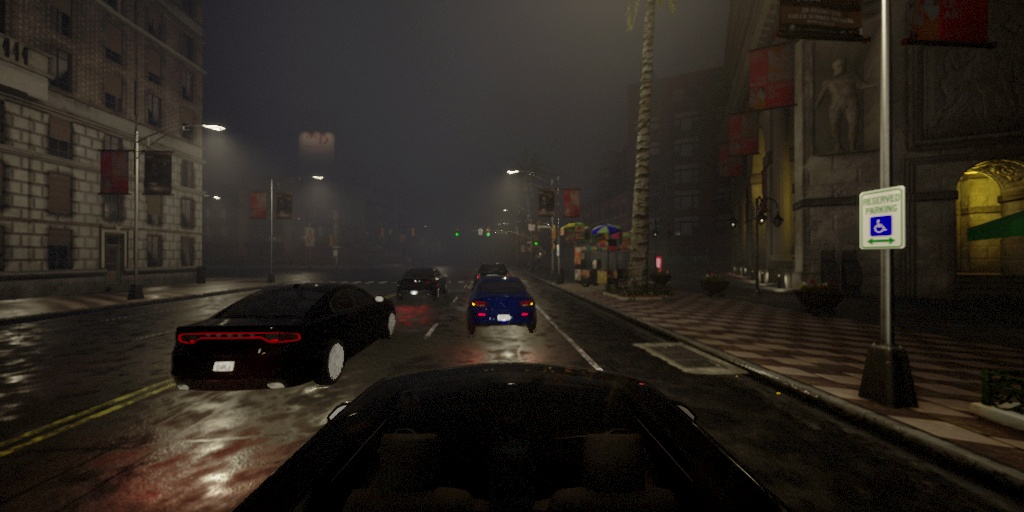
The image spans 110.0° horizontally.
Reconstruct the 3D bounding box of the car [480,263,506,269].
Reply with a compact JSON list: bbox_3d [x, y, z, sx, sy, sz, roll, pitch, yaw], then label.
[{"bbox_3d":[-1.130,1.174,21.144,2.097,1.767,4.553,0,0,-4],"label":"car"}]

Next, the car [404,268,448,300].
[{"bbox_3d":[-4.411,1.319,18.004,1.837,1.490,4.892,0,0,-4],"label":"car"}]

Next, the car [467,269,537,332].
[{"bbox_3d":[-0.376,1.310,10.884,1.812,1.442,4.674,0,0,-4],"label":"car"}]

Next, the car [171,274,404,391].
[{"bbox_3d":[-3.759,1.249,7.010,1.882,1.535,5.008,0,0,-3],"label":"car"}]
